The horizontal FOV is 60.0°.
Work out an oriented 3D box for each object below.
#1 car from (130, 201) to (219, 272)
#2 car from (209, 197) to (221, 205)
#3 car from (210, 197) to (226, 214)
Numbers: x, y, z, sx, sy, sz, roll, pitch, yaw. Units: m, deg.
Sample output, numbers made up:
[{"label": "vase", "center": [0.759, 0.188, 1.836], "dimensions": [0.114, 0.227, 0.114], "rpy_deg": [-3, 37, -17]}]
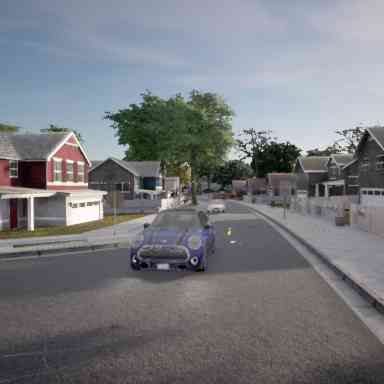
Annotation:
[{"label": "car", "center": [-0.420, 1.349, 10.860], "dimensions": [2.097, 1.767, 4.553], "rpy_deg": [0, 0, 9]}, {"label": "car", "center": [4.241, 1.654, 61.143], "dimensions": [1.895, 1.301, 4.718], "rpy_deg": [0, 0, 1]}, {"label": "car", "center": [2.664, 1.586, 36.263], "dimensions": [1.812, 1.442, 4.674], "rpy_deg": [0, 0, 5]}]
